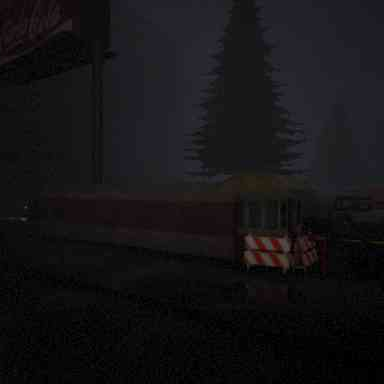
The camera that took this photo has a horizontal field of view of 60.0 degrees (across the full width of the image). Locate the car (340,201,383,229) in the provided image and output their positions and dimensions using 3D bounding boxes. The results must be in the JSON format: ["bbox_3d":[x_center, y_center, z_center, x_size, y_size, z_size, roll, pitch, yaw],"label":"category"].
[{"bbox_3d":[11.219,1.338,19.680,4.193,1.474,1.816,0,0,35],"label":"car"}]

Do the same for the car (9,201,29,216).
[{"bbox_3d":[-14.172,1.352,31.426,2.097,1.767,4.553,0,0,35],"label":"car"}]

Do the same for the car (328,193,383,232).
[{"bbox_3d":[9.282,1.149,17.621,3.866,1.878,1.905,0,0,35],"label":"car"}]

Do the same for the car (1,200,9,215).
[{"bbox_3d":[-18.694,1.490,31.091,2.128,1.511,4.902,0,0,35],"label":"car"}]
